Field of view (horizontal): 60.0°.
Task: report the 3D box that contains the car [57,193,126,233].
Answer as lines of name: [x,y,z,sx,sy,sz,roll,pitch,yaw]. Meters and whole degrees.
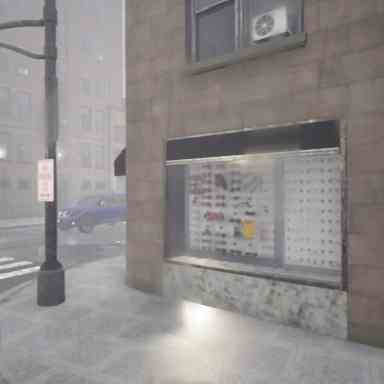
car: [-5.210,1.083,19.163,2.150,2.045,5.566,0,0,35]
